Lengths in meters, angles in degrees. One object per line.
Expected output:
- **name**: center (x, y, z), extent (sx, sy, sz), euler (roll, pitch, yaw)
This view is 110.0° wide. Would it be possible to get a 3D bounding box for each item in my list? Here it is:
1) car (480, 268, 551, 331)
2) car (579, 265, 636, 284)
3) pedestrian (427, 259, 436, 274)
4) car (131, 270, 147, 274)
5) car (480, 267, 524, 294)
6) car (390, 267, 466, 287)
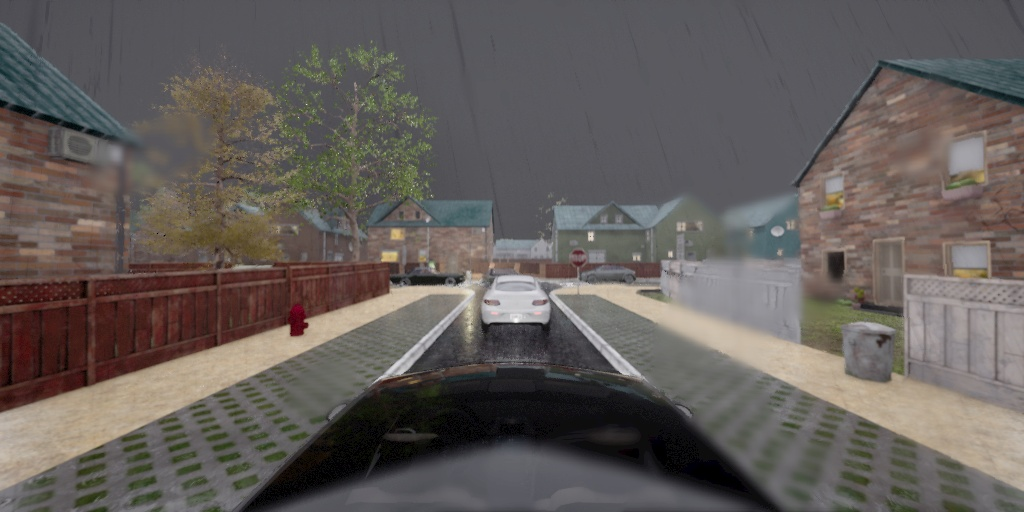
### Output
- **car**: center (0.107, 1.278, 10.890), extent (1.812, 1.442, 4.674), euler (0, 0, 0)
- **car**: center (6.999, 1.337, 26.635), extent (4.181, 1.385, 1.994), euler (-1, -1, 0)
- **pedestrian**: center (-6.690, 1.115, 29.737), extent (0.375, 1.860, 0.375), euler (0, -1, 1)
- **car**: center (-27.620, 1.616, 24.159), extent (4.181, 1.385, 1.994), euler (-1, -1, 1)
- **car**: center (-0.734, 1.364, 21.419), extent (1.895, 1.301, 4.718), euler (0, 0, -11)
- **car**: center (-5.473, 1.413, 23.852), extent (4.718, 1.301, 1.895), euler (0, -1, 1)
